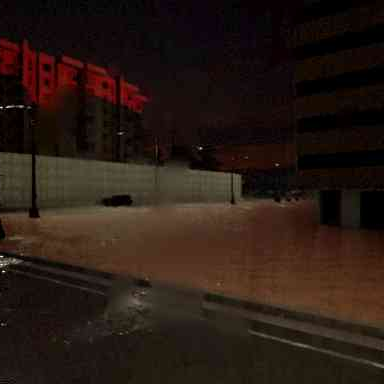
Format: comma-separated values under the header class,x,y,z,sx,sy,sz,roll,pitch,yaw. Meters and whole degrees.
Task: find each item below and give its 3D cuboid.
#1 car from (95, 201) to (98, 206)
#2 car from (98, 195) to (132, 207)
class,x,y,z,sx,sy,sz,roll,pitch,yaw
car,-15.295,1.778,60.431,1.837,1.490,4.892,0,0,36
car,-12.891,1.475,57.828,2.150,2.045,5.566,0,0,36
